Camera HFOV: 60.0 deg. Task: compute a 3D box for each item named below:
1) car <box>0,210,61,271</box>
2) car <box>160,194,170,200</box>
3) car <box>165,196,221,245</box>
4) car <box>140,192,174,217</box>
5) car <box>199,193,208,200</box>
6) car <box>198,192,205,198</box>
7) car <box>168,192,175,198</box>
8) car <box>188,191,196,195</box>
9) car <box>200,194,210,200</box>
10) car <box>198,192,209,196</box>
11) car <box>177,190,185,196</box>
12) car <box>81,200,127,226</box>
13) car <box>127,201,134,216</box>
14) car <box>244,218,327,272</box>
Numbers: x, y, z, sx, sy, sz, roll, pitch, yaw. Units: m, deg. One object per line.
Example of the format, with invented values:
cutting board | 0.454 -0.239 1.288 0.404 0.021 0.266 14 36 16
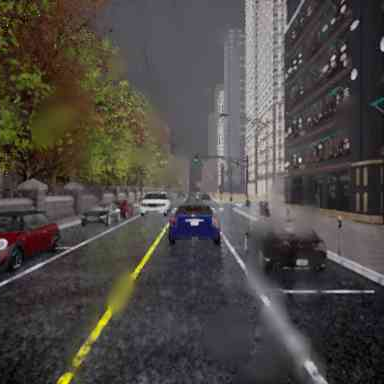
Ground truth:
car | -5.688 1.355 10.297 1.967 1.590 4.097 0 0 0
car | -5.692 1.039 70.463 1.802 1.307 4.206 0 0 0
car | 0.099 1.228 15.064 2.097 1.767 4.553 0 0 0
car | -3.058 0.991 28.587 2.150 2.045 5.566 0 0 0
car | 2.688 0.983 76.096 1.947 1.339 4.313 0 0 0
car | 2.688 0.847 92.994 1.887 1.381 4.507 0 0 0
car | -5.692 0.830 92.823 1.752 1.417 4.829 0 0 0
car | -0.004 0.650 89.516 2.097 1.767 4.553 0 0 0
car | 2.689 1.022 70.464 1.947 1.339 4.313 0 0 0
car | 2.689 1.063 64.831 1.947 1.339 4.313 0 0 0
car | -3.005 0.529 91.705 2.150 2.045 5.566 0 0 0
car | -5.767 1.376 21.373 2.008 1.369 4.403 0 0 0
car | -5.818 1.326 26.913 1.887 1.381 4.507 0 0 0
car | 2.691 1.465 10.301 2.008 1.369 4.403 0 0 0
